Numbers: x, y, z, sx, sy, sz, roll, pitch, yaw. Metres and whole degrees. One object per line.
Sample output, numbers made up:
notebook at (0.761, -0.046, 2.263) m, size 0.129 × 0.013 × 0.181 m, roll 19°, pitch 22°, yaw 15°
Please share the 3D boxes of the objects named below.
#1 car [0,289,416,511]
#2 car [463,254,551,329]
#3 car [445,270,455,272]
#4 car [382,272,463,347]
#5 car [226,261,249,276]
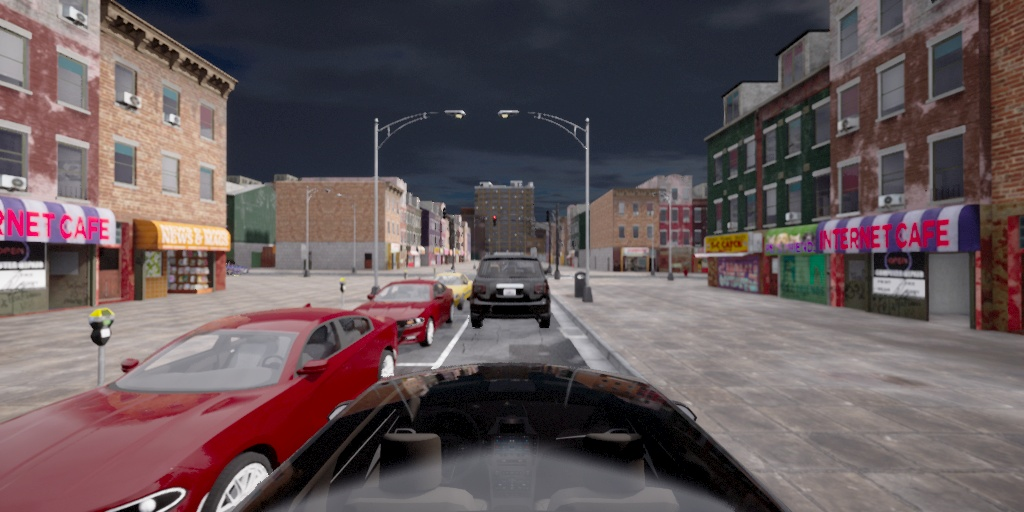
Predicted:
car at (-2.632, 1.295, 3.860) m, size 1.888 × 1.381 × 4.507 m, roll 0°, pitch 0°, yaw 0°
car at (-0.009, 0.974, 11.399) m, size 2.150 × 2.045 × 5.566 m, roll 0°, pitch 0°, yaw 1°
car at (-2.604, 1.279, 14.678) m, size 1.751 × 1.417 × 4.829 m, roll 0°, pitch 0°, yaw 0°
car at (-2.618, 1.296, 9.354) m, size 1.888 × 1.381 × 4.507 m, roll 0°, pitch 0°, yaw 0°
car at (-26.124, 1.114, 31.940) m, size 4.674 × 1.442 × 1.812 m, roll 0°, pitch 0°, yaw 0°
